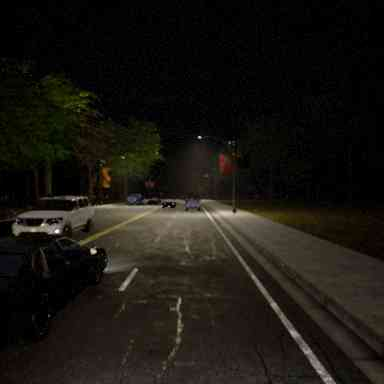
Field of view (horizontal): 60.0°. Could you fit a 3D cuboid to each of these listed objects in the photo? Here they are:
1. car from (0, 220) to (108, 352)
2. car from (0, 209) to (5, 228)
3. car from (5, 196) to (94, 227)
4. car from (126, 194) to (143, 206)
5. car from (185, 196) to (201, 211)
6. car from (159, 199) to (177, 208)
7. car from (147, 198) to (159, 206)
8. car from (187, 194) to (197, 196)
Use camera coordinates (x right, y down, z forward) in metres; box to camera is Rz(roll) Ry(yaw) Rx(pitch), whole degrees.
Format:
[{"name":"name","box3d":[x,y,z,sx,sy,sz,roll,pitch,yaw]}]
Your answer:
[{"name":"car","box3d":[-3.146,1.546,6.414,2.033,1.411,5.357,0,0,0]},{"name":"car","box3d":[-9.845,1.546,16.308,2.033,1.411,5.357,0,0,0]},{"name":"car","box3d":[-6.591,1.219,16.571,2.150,2.045,5.566,0,0,0]},{"name":"car","box3d":[-9.774,1.307,56.674,2.150,2.045,5.566,0,0,1]},{"name":"car","box3d":[0.117,1.581,40.859,2.033,1.411,5.357,0,0,0]},{"name":"car","box3d":[-3.134,1.655,47.503,1.895,1.301,4.718,0,0,0]},{"name":"car","box3d":[-6.527,1.686,56.745,1.895,1.301,4.718,0,0,1]},{"name":"car","box3d":[0.019,1.299,54.510,2.150,2.045,5.566,0,0,0]}]
